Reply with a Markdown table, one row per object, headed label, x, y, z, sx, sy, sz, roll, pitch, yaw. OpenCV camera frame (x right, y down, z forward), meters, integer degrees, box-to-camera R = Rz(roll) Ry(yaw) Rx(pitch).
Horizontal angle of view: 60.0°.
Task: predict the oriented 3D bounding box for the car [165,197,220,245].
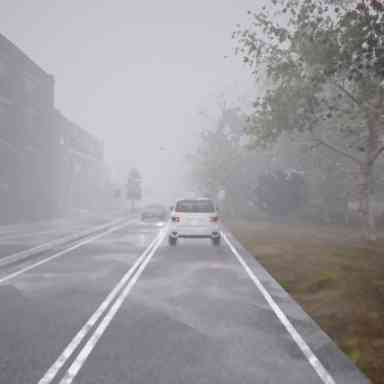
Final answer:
| label | x | y | z | sx | sy | sz | roll | pitch | yaw |
| --- | --- | --- | --- | --- | --- | --- | --- | --- | --- |
| car | 0.116 | 1.270 | 15.875 | 2.150 | 2.045 | 5.566 | 0 | 0 | 0 |

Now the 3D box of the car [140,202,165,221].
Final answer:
| label | x | y | z | sx | sy | sz | roll | pitch | yaw |
| --- | --- | --- | --- | --- | --- | --- | --- | --- | --- |
| car | -3.297 | 1.673 | 29.048 | 1.837 | 1.490 | 4.892 | 0 | -1 | 0 |

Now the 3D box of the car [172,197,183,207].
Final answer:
| label | x | y | z | sx | sy | sz | roll | pitch | yaw |
| --- | --- | --- | --- | --- | --- | --- | --- | --- | --- |
| car | -2.998 | 2.111 | 70.603 | 2.150 | 2.045 | 5.566 | 0 | -1 | 0 |
